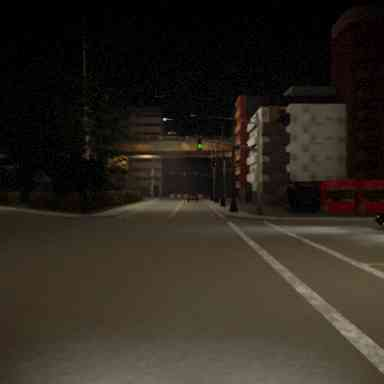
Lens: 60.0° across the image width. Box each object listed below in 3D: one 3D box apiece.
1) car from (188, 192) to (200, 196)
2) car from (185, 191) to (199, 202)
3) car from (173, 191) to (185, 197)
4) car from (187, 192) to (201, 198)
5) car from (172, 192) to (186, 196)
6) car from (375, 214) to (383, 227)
[{"bbox_3d":[0.493,0.573,92.750,1.853,1.218,4.536,0,0,-20],"label":"car"},{"bbox_3d":[0.098,1.036,59.517,1.837,1.490,4.892,0,0,0],"label":"car"},{"bbox_3d":[-3.649,0.735,93.010,2.038,1.542,4.974,0,0,25],"label":"car"},{"bbox_3d":[0.511,0.731,92.702,2.038,1.542,4.974,0,0,-20],"label":"car"},{"bbox_3d":[-3.628,0.577,93.056,1.853,1.218,4.536,0,0,25],"label":"car"},{"bbox_3d":[13.171,1.530,19.009,4.718,1.301,1.895,0,0,0],"label":"car"}]
